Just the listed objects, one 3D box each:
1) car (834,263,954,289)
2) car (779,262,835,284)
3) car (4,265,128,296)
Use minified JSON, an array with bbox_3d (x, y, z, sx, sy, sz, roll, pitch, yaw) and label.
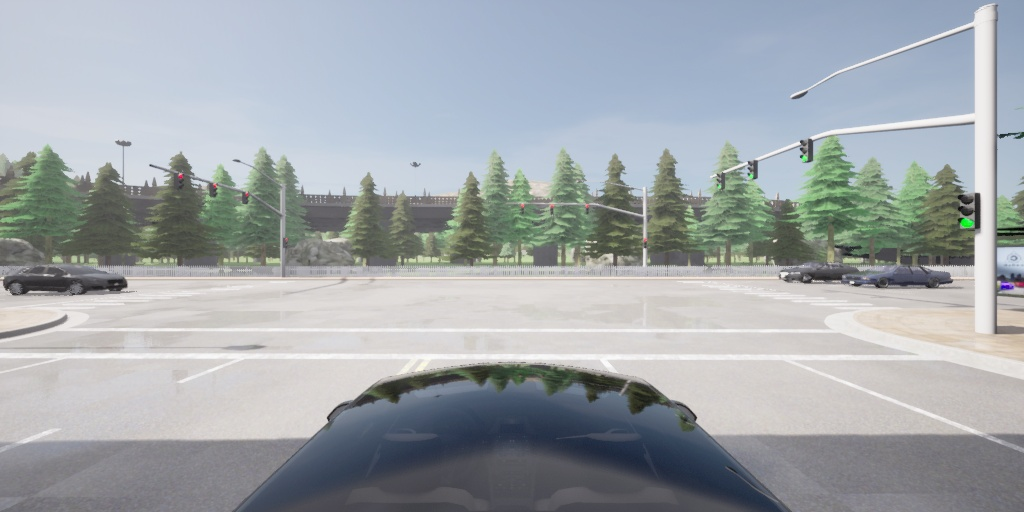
[{"bbox_3d":[23.565,1.242,22.024,5.357,1.411,2.033,0,0,0],"label":"car"},{"bbox_3d":[21.755,1.184,25.510,4.902,1.511,2.128,0,0,0],"label":"car"},{"bbox_3d":[-22.705,1.200,18.359,4.892,1.490,1.837,0,0,0],"label":"car"}]
